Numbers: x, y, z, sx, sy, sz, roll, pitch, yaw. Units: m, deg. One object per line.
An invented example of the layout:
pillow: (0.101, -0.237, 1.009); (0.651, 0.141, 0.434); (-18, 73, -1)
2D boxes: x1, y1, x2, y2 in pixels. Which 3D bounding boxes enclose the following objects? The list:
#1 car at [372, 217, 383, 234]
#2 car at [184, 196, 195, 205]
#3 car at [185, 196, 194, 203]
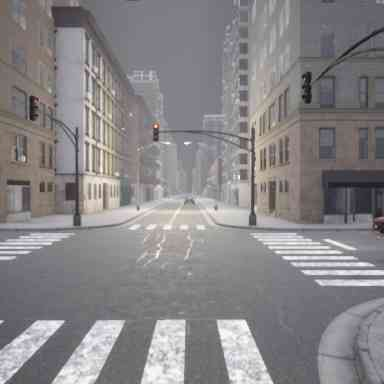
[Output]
car: (11.644, 1.524, 16.987); (4.507, 1.381, 1.887); (0, 0, 0)
car: (-0.457, 1.523, 59.184); (1.812, 1.442, 4.674); (0, 0, 0)
car: (-0.535, 1.527, 69.189); (1.812, 1.442, 4.674); (0, 0, 0)
